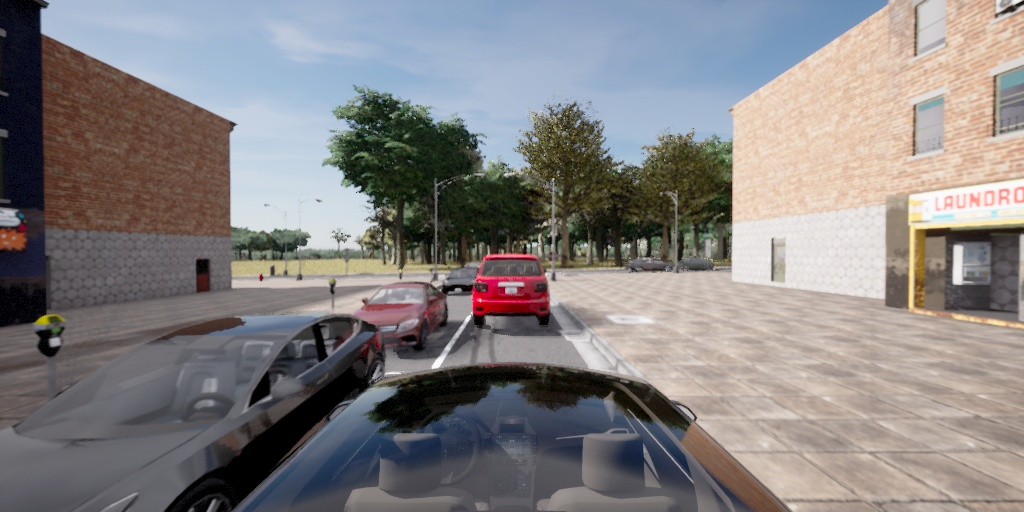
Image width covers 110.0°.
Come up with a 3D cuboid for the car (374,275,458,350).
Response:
[{"bbox_3d":[-2.639,1.321,8.918,1.802,1.307,4.207,0,0,0],"label":"car"}]

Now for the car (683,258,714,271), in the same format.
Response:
[{"bbox_3d":[18.986,0.859,37.975,4.181,1.385,1.994,-1,1,0],"label":"car"}]

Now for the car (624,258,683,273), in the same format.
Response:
[{"bbox_3d":[13.523,0.928,35.095,4.902,1.511,2.128,-1,1,1],"label":"car"}]

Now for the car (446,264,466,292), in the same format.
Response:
[{"bbox_3d":[-2.640,1.289,19.788,1.948,1.339,4.313,0,0,0],"label":"car"}]

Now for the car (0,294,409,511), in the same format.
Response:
[{"bbox_3d":[-2.639,1.313,3.483,1.948,1.339,4.313,0,0,0],"label":"car"}]

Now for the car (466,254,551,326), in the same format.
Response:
[{"bbox_3d":[-0.012,0.958,11.778,2.150,2.045,5.566,0,0,0],"label":"car"}]
